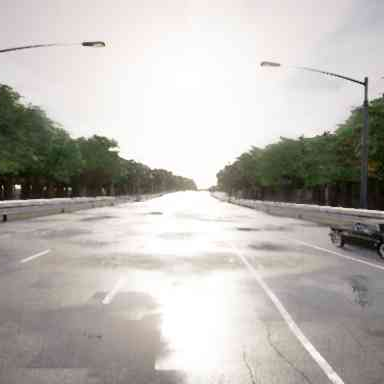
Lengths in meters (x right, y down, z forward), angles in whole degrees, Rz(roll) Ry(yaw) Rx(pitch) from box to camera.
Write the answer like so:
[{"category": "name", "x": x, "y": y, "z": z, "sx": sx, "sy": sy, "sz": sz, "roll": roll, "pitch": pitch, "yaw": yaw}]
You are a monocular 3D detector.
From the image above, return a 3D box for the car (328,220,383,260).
[{"category": "car", "x": 7.323, "y": 1.750, "z": 12.853, "sx": 1.895, "sy": 1.301, "sz": 4.718, "roll": 2, "pitch": 0, "yaw": -9}]
